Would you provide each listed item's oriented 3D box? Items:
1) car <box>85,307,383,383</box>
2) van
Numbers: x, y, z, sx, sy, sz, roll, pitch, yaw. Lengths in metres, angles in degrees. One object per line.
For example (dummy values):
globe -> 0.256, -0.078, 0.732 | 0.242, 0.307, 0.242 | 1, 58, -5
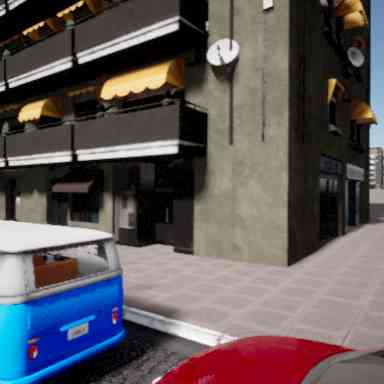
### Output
car -> 1.696, 1.544, 1.656 | 4.507, 1.381, 1.887 | 0, 0, 35
van -> -2.803, 1.348, 4.862 | 3.998, 1.788, 1.690 | 0, 0, 35
